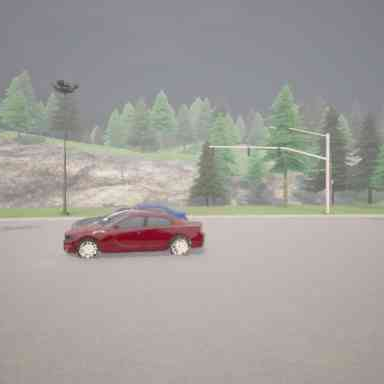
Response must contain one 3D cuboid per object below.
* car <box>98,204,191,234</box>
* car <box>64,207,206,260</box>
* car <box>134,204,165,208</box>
[{"bbox_3d":[-2.700,1.477,19.103,5.008,1.535,1.882,0,0,-10],"label":"car"},{"bbox_3d":[-2.004,1.477,12.120,5.008,1.535,1.882,0,0,-10],"label":"car"},{"bbox_3d":[-3.014,1.491,15.483,4.902,1.511,2.128,0,0,-11],"label":"car"}]
